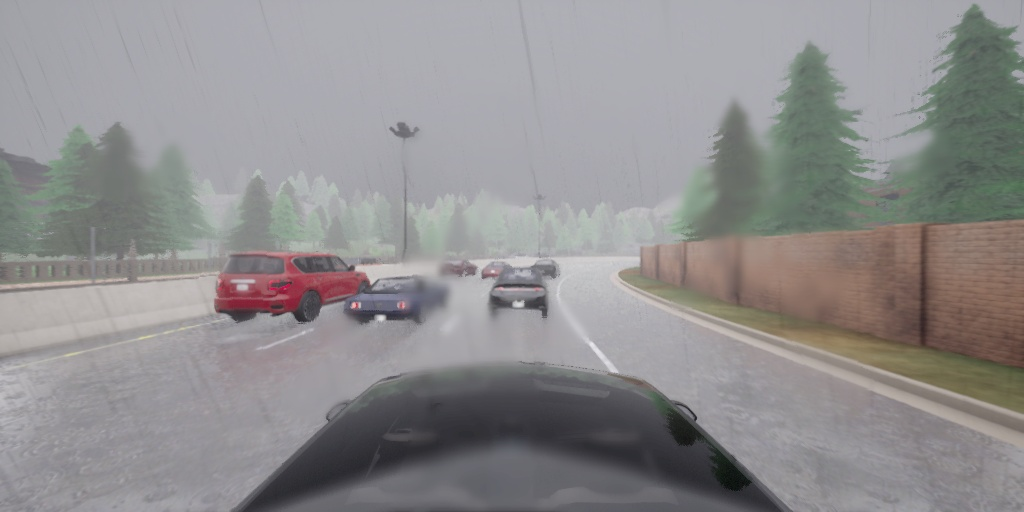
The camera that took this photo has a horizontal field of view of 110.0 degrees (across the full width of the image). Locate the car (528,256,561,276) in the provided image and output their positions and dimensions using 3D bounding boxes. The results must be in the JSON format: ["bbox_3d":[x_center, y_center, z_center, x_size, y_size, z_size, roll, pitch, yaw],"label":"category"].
[{"bbox_3d":[2.876,1.001,29.526,1.882,1.535,5.008,0,0,14],"label":"car"}]

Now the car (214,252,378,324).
[{"bbox_3d":[-6.735,0.892,11.837,2.150,2.045,5.566,0,1,3],"label":"car"}]

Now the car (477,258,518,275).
[{"bbox_3d":[-0.982,1.098,28.390,1.994,1.385,4.181,0,0,12],"label":"car"}]

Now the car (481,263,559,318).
[{"bbox_3d":[0.324,1.153,12.592,2.128,1.511,4.902,0,0,3],"label":"car"}]

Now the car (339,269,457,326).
[{"bbox_3d":[-3.257,1.274,11.368,1.895,1.301,4.718,0,0,2],"label":"car"}]

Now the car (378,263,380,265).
[{"bbox_3d":[-12.058,0.894,27.663,2.097,1.767,4.553,0,1,12],"label":"car"}]

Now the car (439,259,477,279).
[{"bbox_3d":[-4.309,1.003,29.553,1.882,1.535,5.008,0,0,13],"label":"car"}]
